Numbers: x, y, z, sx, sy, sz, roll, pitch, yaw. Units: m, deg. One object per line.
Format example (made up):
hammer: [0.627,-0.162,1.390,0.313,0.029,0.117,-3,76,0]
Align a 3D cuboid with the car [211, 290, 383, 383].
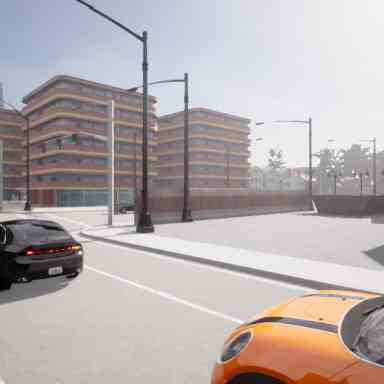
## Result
car: [2.319,1.352,2.301,4.553,1.767,2.097,0,0,40]

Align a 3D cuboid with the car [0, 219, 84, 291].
car: [-4.699,1.504,9.166,1.837,1.490,4.892,0,0,-43]

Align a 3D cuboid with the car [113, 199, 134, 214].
car: [-6.322,1.490,34.976,4.902,1.511,2.128,0,0,-44]
